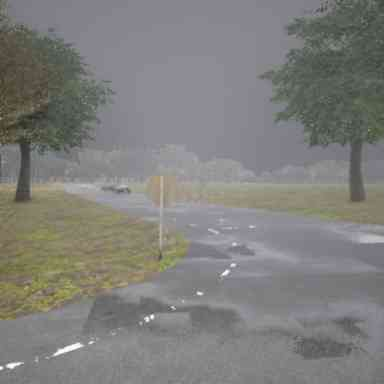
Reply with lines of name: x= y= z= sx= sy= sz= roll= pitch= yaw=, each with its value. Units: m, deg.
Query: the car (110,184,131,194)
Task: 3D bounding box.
car: x=-10.476 y=-0.448 z=49.904 sx=1.812 sy=1.442 sz=4.674 roll=0 pitch=2 yaw=-26

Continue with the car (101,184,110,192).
car: x=-14.817 y=-0.788 z=58.942 sx=1.895 sy=1.301 sz=4.718 roll=0 pitch=2 yaw=-26
